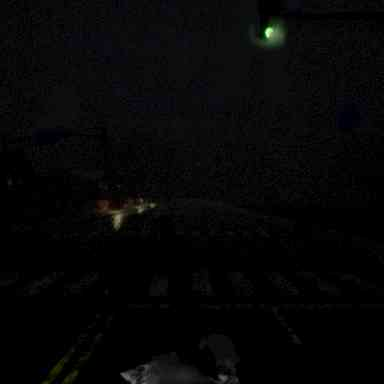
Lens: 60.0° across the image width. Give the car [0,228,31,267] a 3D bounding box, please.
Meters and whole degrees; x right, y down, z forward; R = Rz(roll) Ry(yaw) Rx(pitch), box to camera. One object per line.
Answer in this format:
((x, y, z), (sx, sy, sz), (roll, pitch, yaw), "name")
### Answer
((-6.518, 1.689, 9.261), (2.033, 1.411, 5.357), (0, -1, 0), "car")
